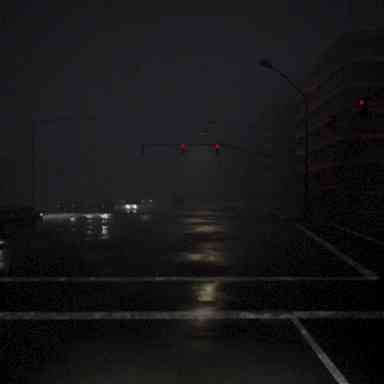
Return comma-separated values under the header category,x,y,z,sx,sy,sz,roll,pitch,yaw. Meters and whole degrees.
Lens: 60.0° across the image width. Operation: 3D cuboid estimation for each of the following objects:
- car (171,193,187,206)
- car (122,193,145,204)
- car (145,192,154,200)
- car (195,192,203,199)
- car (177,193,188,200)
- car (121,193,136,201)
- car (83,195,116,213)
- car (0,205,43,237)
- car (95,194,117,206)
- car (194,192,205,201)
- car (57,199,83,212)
category,x,y,z,sx,sy,sz,roll,pitch,yaw
car,-2.144,1.242,49.431,2.033,1.411,5.357,0,1,1
car,-9.292,1.127,53.074,2.128,1.511,4.902,0,1,1
car,-9.016,0.738,68.036,2.097,1.767,4.553,0,1,1
car,1.581,0.678,75.850,1.837,1.490,4.892,0,0,1
car,-1.960,0.885,70.517,2.033,1.411,5.357,0,1,1
car,-12.564,0.985,65.844,1.994,1.385,4.181,0,1,1
car,-9.521,1.426,35.138,1.812,1.442,4.674,0,1,1
car,-10.012,1.486,18.170,1.837,1.490,4.892,0,0,3
car,-12.830,1.166,49.922,1.882,1.535,5.008,0,1,1
car,1.458,0.771,65.804,2.097,1.767,4.553,0,1,1
car,-13.005,1.491,36.371,1.895,1.301,4.718,0,1,1
